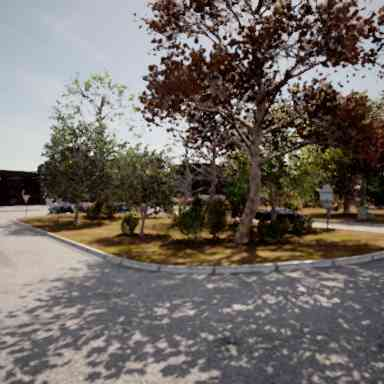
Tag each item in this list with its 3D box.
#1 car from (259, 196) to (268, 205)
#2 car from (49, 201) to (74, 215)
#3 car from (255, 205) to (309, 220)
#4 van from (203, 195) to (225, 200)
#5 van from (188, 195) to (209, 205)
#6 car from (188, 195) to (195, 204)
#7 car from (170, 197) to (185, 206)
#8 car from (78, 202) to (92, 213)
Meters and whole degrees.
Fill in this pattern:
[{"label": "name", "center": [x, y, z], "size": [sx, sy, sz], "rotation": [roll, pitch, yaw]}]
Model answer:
[{"label": "car", "center": [12.108, 1.711, 62.301], "size": [2.435, 2.045, 5.566], "rotation": [1, -1, -36]}, {"label": "car", "center": [-16.404, 1.897, 41.759], "size": [2.185, 1.767, 4.553], "rotation": [-1, 0, -35]}, {"label": "car", "center": [7.430, 2.008, 27.874], "size": [1.895, 1.301, 4.718], "rotation": [2, -2, -35]}, {"label": "van", "center": [2.982, 1.643, 55.852], "size": [1.878, 1.987, 4.442], "rotation": [0, 0, -36]}, {"label": "van", "center": [1.321, 1.686, 69.479], "size": [1.878, 1.987, 4.442], "rotation": [1, 0, -36]}, {"label": "car", "center": [-1.195, 1.759, 67.775], "size": [2.185, 1.767, 4.553], "rotation": [0, 0, -36]}, {"label": "car", "center": [-3.691, 1.868, 66.247], "size": [1.946, 1.575, 5.366], "rotation": [0, 0, -36]}, {"label": "car", "center": [-13.855, 2.024, 43.647], "size": [2.002, 1.452, 4.674], "rotation": [-1, 1, -36]}]
